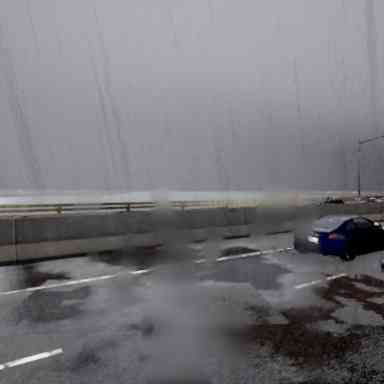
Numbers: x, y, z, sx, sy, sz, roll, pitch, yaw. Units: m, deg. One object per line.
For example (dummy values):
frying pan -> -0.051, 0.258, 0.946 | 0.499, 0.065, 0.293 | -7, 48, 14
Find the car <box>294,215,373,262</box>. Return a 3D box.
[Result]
car -> 5.615, 1.513, 12.032 | 4.181, 1.385, 1.994 | 0, 0, -35

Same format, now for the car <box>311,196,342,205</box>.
car -> 16.934, 1.311, 41.521 | 4.902, 1.511, 2.128 | 0, 0, -35

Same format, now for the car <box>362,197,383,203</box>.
car -> 20.871, 1.311, 35.734 | 4.902, 1.511, 2.128 | 0, 0, -35

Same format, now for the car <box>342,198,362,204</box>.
car -> 20.341, 1.375, 39.619 | 4.181, 1.385, 1.994 | 0, 0, -35

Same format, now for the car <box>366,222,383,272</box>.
car -> 7.054, 1.499, 8.764 | 5.357, 1.411, 2.033 | 0, 0, -35
